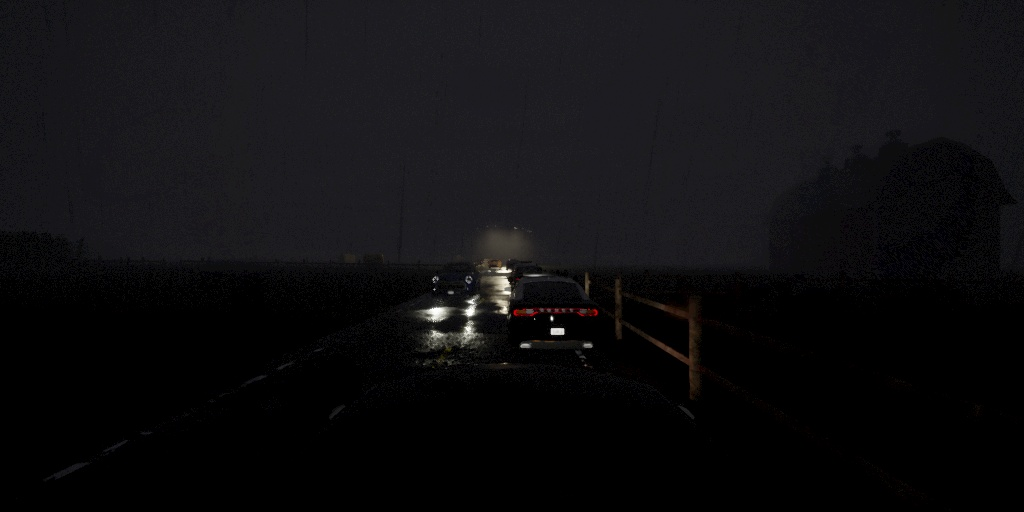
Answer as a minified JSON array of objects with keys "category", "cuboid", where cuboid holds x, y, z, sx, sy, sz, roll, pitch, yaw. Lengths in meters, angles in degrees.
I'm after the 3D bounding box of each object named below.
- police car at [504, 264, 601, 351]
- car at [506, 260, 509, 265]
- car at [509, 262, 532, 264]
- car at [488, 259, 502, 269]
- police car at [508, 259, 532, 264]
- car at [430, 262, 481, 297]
[{"category":"police car","cuboid":[0.838,1.174,9.140,1.930,1.638,5.238,0,0,0]},{"category":"car","cuboid":[0.171,1.220,49.512,1.882,1.535,5.008,0,0,0]},{"category":"car","cuboid":[0.862,1.253,19.030,1.837,1.490,4.892,0,0,0]},{"category":"car","cuboid":[-2.622,1.218,55.425,1.882,1.535,5.008,0,0,0]},{"category":"police car","cuboid":[0.878,1.173,25.140,1.930,1.638,5.238,0,0,0]},{"category":"car","cuboid":[-2.812,1.101,18.751,2.097,1.767,4.553,0,0,0]}]
